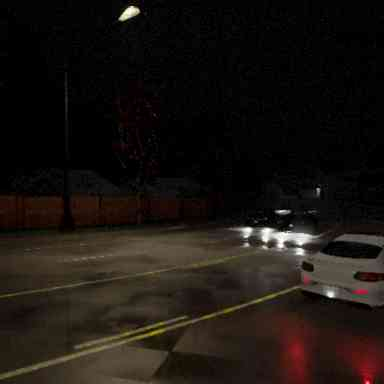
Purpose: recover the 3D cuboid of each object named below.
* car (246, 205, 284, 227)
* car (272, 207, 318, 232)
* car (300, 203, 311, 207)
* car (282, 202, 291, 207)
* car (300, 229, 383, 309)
[{"bbox_3d":[5.885,2.034,27.241,1.812,1.442,4.674,-1,-1,27],"label":"car"},{"bbox_3d":[7.304,1.972,22.790,1.994,1.385,4.181,-1,-1,31],"label":"car"},{"bbox_3d":[20.908,2.751,61.381,1.994,1.385,4.181,-1,-1,17],"label":"car"},{"bbox_3d":[18.528,2.806,65.595,2.128,1.511,4.902,-1,-1,17],"label":"car"},{"bbox_3d":[4.221,1.648,7.665,4.674,1.442,1.812,1,-1,-43],"label":"car"}]
